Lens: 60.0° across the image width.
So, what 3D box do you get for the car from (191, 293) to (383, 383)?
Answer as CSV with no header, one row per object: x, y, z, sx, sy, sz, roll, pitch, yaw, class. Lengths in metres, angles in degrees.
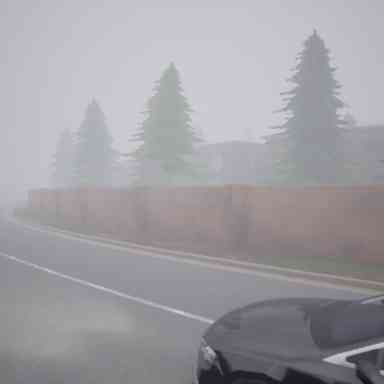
2.268,1.516,2.502,4.902,1.511,2.128,0,0,35,car
